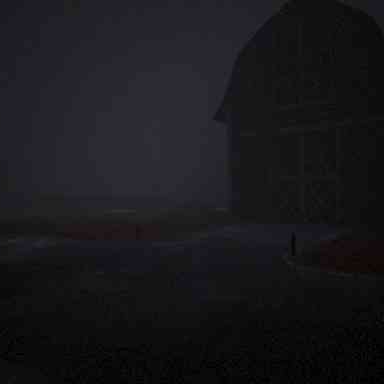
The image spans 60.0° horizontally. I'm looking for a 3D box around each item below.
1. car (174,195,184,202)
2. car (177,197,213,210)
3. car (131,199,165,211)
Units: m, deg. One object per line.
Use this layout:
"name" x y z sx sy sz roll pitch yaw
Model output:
"car" -3.175 1.986 94.033 1.932 1.855 4.605 -1 0 35
"car" 0.784 1.800 46.608 4.674 1.442 1.812 0 0 -28
"car" -6.135 1.818 46.601 4.892 1.490 1.837 0 -1 -32
